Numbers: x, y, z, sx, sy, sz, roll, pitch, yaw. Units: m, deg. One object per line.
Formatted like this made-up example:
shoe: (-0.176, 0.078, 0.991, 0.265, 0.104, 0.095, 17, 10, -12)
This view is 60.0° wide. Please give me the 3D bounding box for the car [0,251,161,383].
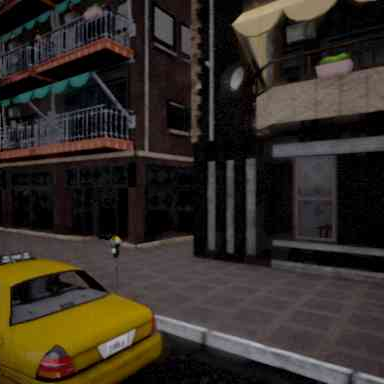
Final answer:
car: (-2.650, 1.531, 4.757, 4.829, 1.417, 1.752, 0, 0, 35)
